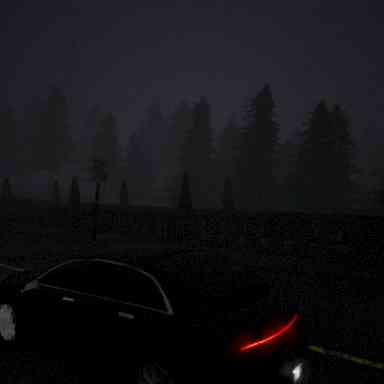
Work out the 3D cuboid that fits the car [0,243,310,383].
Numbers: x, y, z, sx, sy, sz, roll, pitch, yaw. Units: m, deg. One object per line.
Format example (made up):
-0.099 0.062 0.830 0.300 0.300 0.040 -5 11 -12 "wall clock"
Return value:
-0.936 1.498 4.660 4.892 1.490 1.837 0 0 36 "car"
